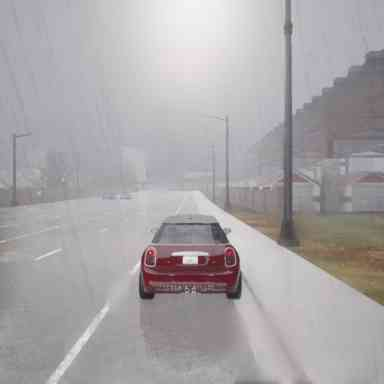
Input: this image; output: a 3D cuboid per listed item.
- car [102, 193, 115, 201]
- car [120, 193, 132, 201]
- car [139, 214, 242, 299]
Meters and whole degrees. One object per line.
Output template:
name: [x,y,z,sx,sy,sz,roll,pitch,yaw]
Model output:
car: [-17.395,0.999,69.822,2.128,1.511,4.902,0,1,0]
car: [-13.895,0.999,69.822,2.128,1.511,4.902,0,1,0]
car: [-0.033,1.353,8.620,2.097,1.767,4.553,0,0,0]
